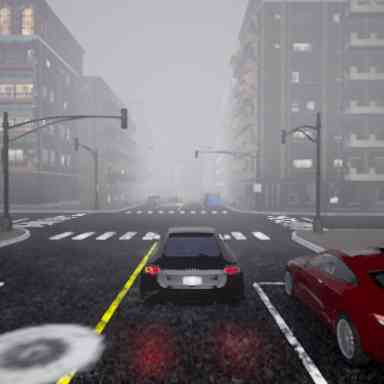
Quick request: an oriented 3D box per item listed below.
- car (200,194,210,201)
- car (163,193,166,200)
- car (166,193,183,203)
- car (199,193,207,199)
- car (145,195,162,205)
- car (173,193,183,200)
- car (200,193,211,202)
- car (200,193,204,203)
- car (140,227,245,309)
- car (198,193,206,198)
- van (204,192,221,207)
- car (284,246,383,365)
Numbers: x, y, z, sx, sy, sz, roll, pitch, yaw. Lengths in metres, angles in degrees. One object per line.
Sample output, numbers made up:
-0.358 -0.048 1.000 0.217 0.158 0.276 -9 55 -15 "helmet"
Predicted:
2.681 1.103 70.951 1.887 1.381 4.507 -1 0 0 "car"
-5.843 1.202 54.440 1.947 1.339 4.313 -1 0 0 "car"
-3.071 1.227 56.471 1.895 1.301 4.718 0 0 0 "car"
2.727 0.951 81.994 1.967 1.590 4.097 -1 0 0 "car"
-5.843 1.248 48.919 1.802 1.307 4.206 -1 0 0 "car"
-3.001 1.024 72.895 2.033 1.411 5.357 0 0 0 "car"
2.679 1.023 65.430 1.967 1.590 4.097 -1 0 0 "car"
2.720 0.982 48.868 2.192 1.841 5.009 -1 0 0 "car"
0.002 1.502 7.808 1.994 1.385 4.181 0 0 0 "car"
2.751 1.036 93.039 1.947 1.339 4.313 -1 0 0 "car"
2.810 1.039 43.371 1.690 1.788 3.998 -1 0 0 "van"
2.792 1.537 5.472 1.802 1.307 4.206 0 0 0 "car"
